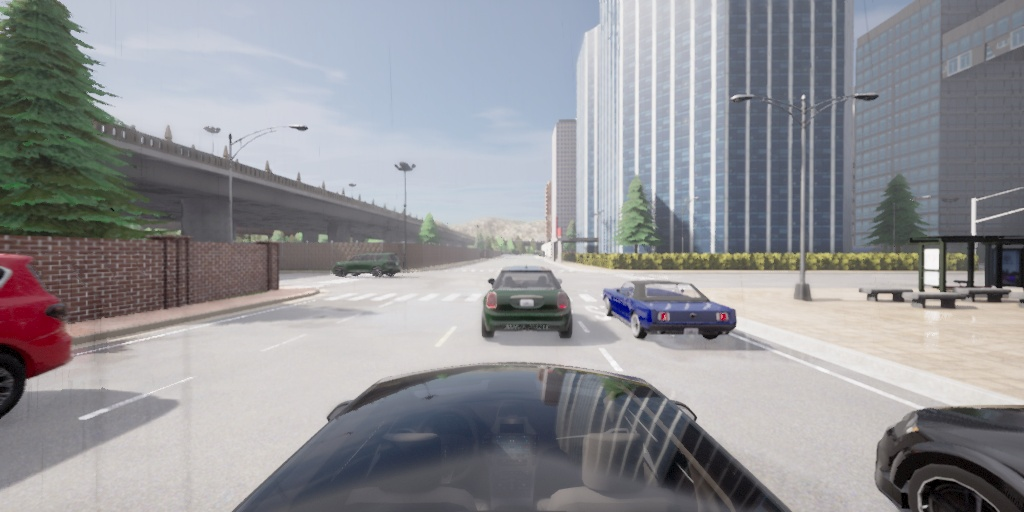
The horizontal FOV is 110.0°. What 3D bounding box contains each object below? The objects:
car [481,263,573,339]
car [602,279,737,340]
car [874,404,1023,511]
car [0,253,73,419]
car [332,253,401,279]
[{"bbox_3d":[0.366,1.035,10.027,2.097,1.767,4.553,0,0,1],"label":"car"},{"bbox_3d":[3.827,1.285,9.749,1.895,1.301,4.718,0,0,2],"label":"car"},{"bbox_3d":[3.771,1.319,0.948,1.994,1.385,4.181,0,0,-1],"label":"car"},{"bbox_3d":[-7.055,0.967,2.462,2.150,2.045,5.566,0,0,1],"label":"car"},{"bbox_3d":[-12.207,0.793,30.202,5.566,2.045,2.150,0,0,9],"label":"car"}]
